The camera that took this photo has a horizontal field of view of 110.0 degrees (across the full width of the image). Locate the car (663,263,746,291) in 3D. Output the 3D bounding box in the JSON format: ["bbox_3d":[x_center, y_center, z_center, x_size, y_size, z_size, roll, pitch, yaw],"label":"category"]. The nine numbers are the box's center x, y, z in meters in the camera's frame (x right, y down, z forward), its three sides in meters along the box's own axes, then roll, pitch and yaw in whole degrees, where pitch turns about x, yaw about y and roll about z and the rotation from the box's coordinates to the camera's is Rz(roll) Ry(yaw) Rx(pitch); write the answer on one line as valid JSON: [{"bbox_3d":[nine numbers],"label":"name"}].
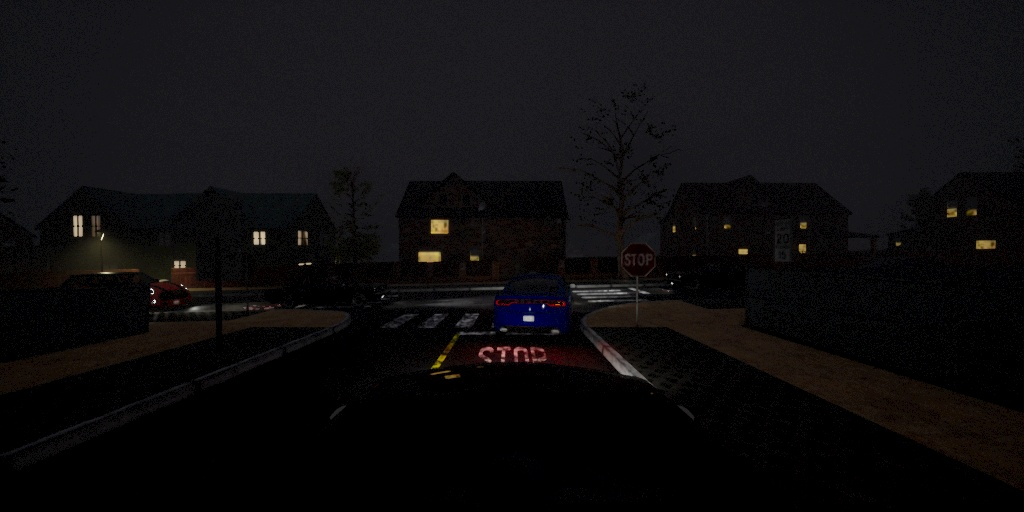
[{"bbox_3d":[10.412,1.034,18.465,4.718,1.301,1.895,-1,1,-1],"label":"car"}]

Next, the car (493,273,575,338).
[{"bbox_3d":[0.787,1.226,10.331,1.882,1.535,5.008,0,0,10],"label":"car"}]

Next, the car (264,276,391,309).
[{"bbox_3d":[-7.811,1.506,15.540,4.718,1.301,1.895,-1,1,0],"label":"car"}]

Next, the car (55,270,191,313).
[{"bbox_3d":[-16.798,1.471,15.533,4.553,1.767,2.097,-1,1,0],"label":"car"}]

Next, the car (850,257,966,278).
[{"bbox_3d":[20.057,0.754,18.501,5.357,1.411,2.033,-1,1,0],"label":"car"}]
